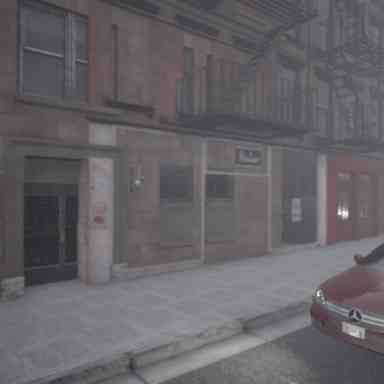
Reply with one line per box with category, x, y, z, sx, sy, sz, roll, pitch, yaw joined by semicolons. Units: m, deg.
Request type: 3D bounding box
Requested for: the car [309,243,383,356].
car;3.979;1.524;5.619;4.674;1.442;1.812;0;0;-35
